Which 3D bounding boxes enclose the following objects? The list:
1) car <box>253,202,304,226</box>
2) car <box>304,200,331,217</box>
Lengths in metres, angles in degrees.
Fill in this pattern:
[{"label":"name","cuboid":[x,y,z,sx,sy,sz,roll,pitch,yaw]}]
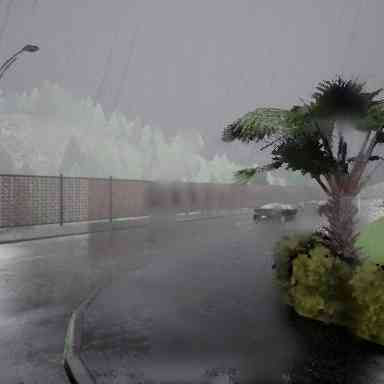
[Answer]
[{"label":"car","cuboid":[6.142,1.477,23.835,1.882,1.535,5.008,0,0,36]},{"label":"car","cuboid":[11.938,1.491,31.903,2.128,1.511,4.902,0,0,35]}]
